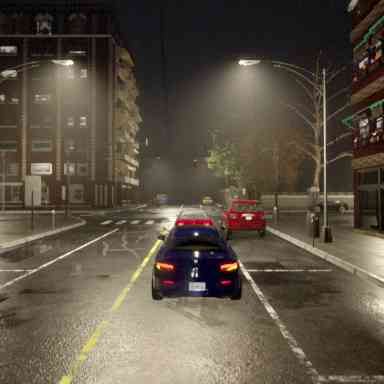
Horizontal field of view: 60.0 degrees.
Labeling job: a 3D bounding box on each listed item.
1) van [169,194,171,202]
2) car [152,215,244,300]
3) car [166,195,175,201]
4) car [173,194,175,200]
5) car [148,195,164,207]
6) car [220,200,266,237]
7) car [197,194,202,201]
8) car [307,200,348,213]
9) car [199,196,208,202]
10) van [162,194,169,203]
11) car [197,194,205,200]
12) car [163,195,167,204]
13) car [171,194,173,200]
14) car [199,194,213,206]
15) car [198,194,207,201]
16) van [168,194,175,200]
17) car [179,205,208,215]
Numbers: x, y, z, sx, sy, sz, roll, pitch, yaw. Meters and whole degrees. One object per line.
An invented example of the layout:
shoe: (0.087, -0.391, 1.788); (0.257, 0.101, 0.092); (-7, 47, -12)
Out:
van: (-5.735, 1.385, 67.285); (1.690, 1.788, 3.998); (1, 0, 0)
car: (0.094, 1.528, 8.246); (1.812, 1.442, 4.674); (0, 0, 0)
car: (-5.759, 1.620, 89.439); (2.008, 1.369, 4.403); (1, 0, 0)
car: (-5.749, 1.606, 78.362); (2.008, 1.369, 4.403); (1, 0, 0)
car: (-5.723, 1.612, 50.670); (1.802, 1.307, 4.206); (1, 0, 0)
car: (2.691, 1.322, 18.179); (2.192, 1.841, 5.009); (1, 0, 0)
car: (2.636, 1.601, 72.823); (2.008, 1.369, 4.403); (1, 0, 0)
car: (15.179, 1.607, 37.223); (4.313, 1.339, 1.947); (0, -1, 0)
car: (2.631, 1.622, 78.362); (1.947, 1.339, 4.313); (1, 0, 0)
van: (-5.729, 1.380, 61.746); (1.690, 1.788, 3.998); (1, 0, 0)
car: (2.620, 1.391, 94.975); (2.192, 1.841, 5.009); (1, 0, 0)
car: (-5.729, 1.616, 56.207); (1.802, 1.307, 4.206); (1, 0, 0)
car: (-5.744, 1.632, 72.824); (1.802, 1.307, 4.206); (1, 0, 0)
car: (2.652, 1.560, 56.379); (1.752, 1.417, 4.829); (1, 0, 0)
car: (2.630, 1.377, 83.900); (2.192, 1.841, 5.009); (1, 0, 0)
van: (-5.760, 1.417, 94.978); (1.690, 1.788, 3.998); (1, 0, 0)
car: (0.084, 1.608, 17.990); (1.895, 1.301, 4.718); (0, 0, 0)
